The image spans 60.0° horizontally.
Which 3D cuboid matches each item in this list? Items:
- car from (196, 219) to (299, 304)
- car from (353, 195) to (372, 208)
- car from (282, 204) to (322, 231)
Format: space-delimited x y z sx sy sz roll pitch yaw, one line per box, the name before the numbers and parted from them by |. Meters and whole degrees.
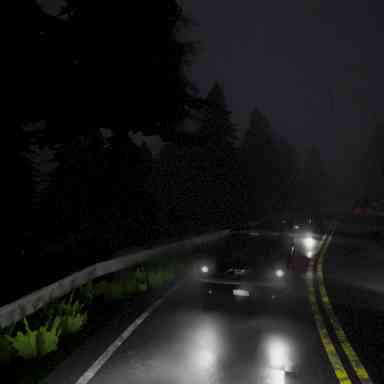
car | 1.608 1.599 8.429 1.895 1.301 4.718 -1 0 18
car | 20.700 1.057 40.216 2.128 1.511 4.902 -2 0 28
car | 6.710 1.460 20.061 2.033 1.411 5.357 -2 0 26
